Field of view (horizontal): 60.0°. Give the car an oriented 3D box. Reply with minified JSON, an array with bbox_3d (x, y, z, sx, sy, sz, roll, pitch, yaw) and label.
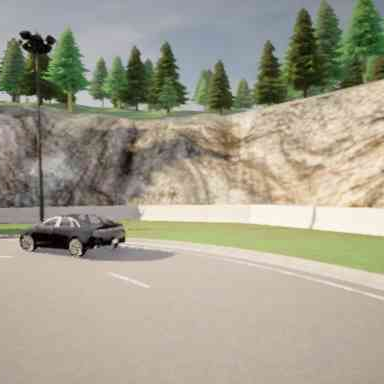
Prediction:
[{"bbox_3d":[-4.826,1.616,13.232,4.902,1.511,2.128,-2,0,32],"label":"car"}]
